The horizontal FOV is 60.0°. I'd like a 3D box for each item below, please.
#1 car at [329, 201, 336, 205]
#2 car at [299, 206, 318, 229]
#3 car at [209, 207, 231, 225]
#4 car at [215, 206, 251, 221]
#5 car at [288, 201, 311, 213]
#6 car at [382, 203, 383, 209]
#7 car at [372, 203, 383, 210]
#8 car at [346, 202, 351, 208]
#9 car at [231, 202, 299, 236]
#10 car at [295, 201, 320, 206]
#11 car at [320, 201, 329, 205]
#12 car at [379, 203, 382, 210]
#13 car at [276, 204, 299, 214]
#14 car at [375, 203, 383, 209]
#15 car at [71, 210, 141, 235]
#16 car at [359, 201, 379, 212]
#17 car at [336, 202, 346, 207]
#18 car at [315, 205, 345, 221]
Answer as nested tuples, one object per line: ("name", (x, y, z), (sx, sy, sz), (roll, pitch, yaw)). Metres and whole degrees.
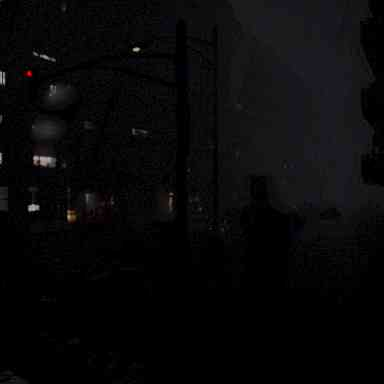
("car", (27.204, 2.685, 67.920), (2.192, 1.841, 5.009), (-2, -2, 35))
("car", (8.107, 2.066, 26.056), (1.887, 1.381, 4.507), (-2, -2, 35))
("car", (3.267, 2.110, 29.155), (1.994, 1.385, 4.181), (0, -1, 35))
("car", (4.479, 2.209, 35.431), (1.887, 1.381, 4.507), (-2, -2, 35))
("car", (17.464, 2.385, 53.999), (2.192, 1.841, 5.009), (-2, -2, 35))
("car", (37.327, 2.993, 67.819), (1.947, 1.339, 4.313), (-2, -2, 35))
("car", (40.574, 3.069, 72.461), (1.887, 1.381, 4.507), (-2, -2, 35))
("car", (40.195, 3.326, 86.478), (1.947, 1.339, 4.313), (-2, -2, 35))
("car", (4.858, 1.734, 21.422), (2.192, 1.841, 5.009), (-2, -2, 35))
("car", (16.364, 2.303, 47.715), (2.097, 1.767, 4.553), (0, -1, 35))
("car", (23.960, 2.815, 63.275), (1.887, 1.381, 4.507), (-2, -2, 35))
("car", (34.079, 2.643, 63.186), (2.192, 1.841, 5.009), (-2, -2, 35))
("car", (14.121, 2.491, 49.214), (1.752, 1.417, 4.829), (-2, -2, 35))
("car", (43.825, 3.188, 77.097), (1.947, 1.339, 4.313), (-2, -2, 35))
("car", (-5.359, 1.879, 21.370), (1.752, 1.417, 4.829), (-2, -2, 35))
("car", (30.831, 2.544, 58.545), (2.192, 1.841, 5.009), (-2, -2, 35))
("car", (33.700, 3.111, 77.196), (1.887, 1.381, 4.507), (-2, -2, 35))
("car", (14.600, 2.306, 35.336), (1.802, 1.307, 4.206), (-2, -2, 35))
